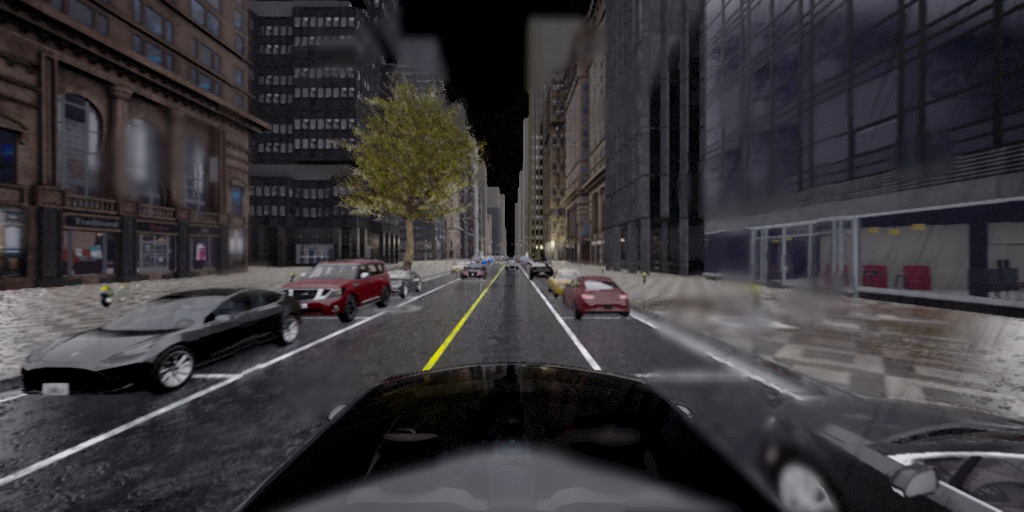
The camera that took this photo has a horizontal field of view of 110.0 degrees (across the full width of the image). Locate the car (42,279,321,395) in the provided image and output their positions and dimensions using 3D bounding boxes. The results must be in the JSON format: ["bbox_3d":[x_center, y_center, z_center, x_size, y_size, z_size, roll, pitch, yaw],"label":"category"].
[{"bbox_3d":[-5.762,1.308,6.712,1.948,1.339,4.313,0,0,0],"label":"car"}]

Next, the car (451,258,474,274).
[{"bbox_3d":[-5.762,1.225,40.606,1.751,1.417,4.829,0,0,0],"label":"car"}]

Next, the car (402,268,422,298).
[{"bbox_3d":[-5.762,1.277,18.067,2.007,1.370,4.403,0,0,0],"label":"car"}]

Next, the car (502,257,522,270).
[{"bbox_3d":[0.008,1.238,51.008,2.033,1.411,5.357,0,0,0],"label":"car"}]

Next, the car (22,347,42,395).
[{"bbox_3d":[-5.762,1.066,1.035,2.192,1.841,5.009,0,0,0],"label":"car"}]

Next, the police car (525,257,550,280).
[{"bbox_3d":[2.367,1.136,30.594,1.930,1.638,5.238,0,0,0],"label":"police car"}]

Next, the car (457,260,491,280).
[{"bbox_3d":[-3.094,1.275,30.229,1.994,1.385,4.181,0,0,0],"label":"car"}]

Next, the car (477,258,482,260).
[{"bbox_3d":[-5.762,1.271,52.131,1.802,1.307,4.207,0,0,0],"label":"car"}]

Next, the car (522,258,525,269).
[{"bbox_3d":[2.763,1.245,46.462,2.007,1.370,4.403,0,0,0],"label":"car"}]

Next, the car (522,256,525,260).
[{"bbox_3d":[2.763,1.129,52.139,1.967,1.591,4.097,0,0,0],"label":"car"}]

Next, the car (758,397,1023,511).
[{"bbox_3d":[2.763,1.302,1.041,2.007,1.370,4.403,0,0,0],"label":"car"}]

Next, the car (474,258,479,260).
[{"bbox_3d":[-5.762,1.276,46.453,1.802,1.307,4.207,0,0,0],"label":"car"}]

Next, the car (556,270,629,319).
[{"bbox_3d":[2.763,1.316,12.397,1.802,1.307,4.207,0,0,0],"label":"car"}]

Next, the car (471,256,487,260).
[{"bbox_3d":[-5.762,0.998,57.808,2.192,1.841,5.009,0,0,0],"label":"car"}]

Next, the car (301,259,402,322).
[{"bbox_3d":[-5.762,1.049,12.389,2.192,1.841,5.009,0,0,0],"label":"car"}]

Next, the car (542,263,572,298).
[{"bbox_3d":[2.763,1.252,18.244,1.751,1.417,4.829,0,0,0],"label":"car"}]
